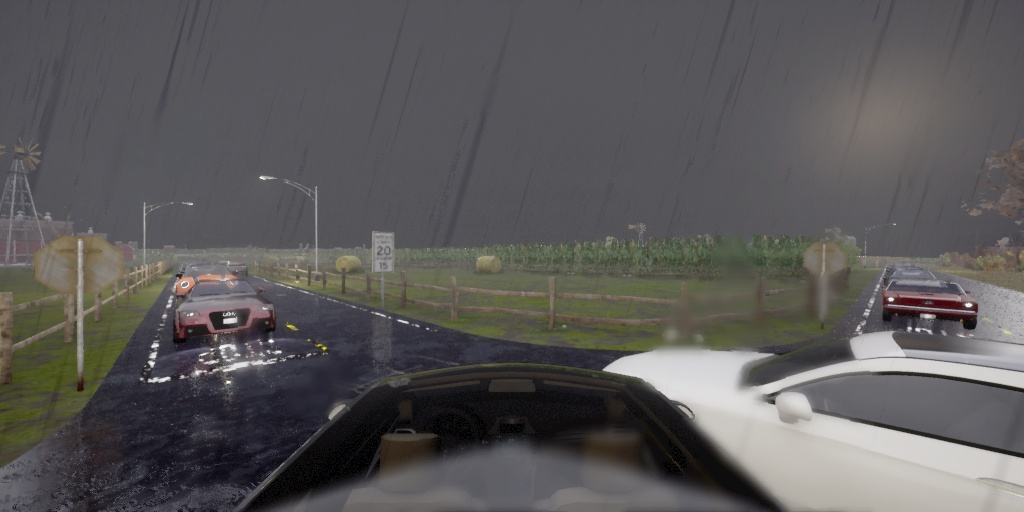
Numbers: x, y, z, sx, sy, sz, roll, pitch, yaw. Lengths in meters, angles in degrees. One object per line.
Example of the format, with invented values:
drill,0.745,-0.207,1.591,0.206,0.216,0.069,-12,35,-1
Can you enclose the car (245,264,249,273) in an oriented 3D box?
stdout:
car,-27.369,1.305,35.483,2.128,1.511,4.902,0,0,-42

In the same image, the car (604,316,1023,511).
car,2.815,1.293,2.513,1.812,1.442,4.674,0,1,-45

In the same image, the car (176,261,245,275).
car,-13.894,1.150,16.401,2.097,1.767,4.553,0,0,-42

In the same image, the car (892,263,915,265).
car,27.084,1.405,24.662,4.181,1.385,1.994,0,1,-43

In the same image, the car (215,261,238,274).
car,-34.172,1.331,42.867,1.837,1.490,4.892,0,0,-42

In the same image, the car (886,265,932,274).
car,20.399,1.365,18.333,5.357,1.411,2.033,0,1,-43

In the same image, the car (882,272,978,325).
car,13.394,1.399,11.692,4.718,1.301,1.895,0,1,-44

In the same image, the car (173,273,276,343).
car,-8.047,1.360,9.981,1.994,1.385,4.181,0,0,-43
